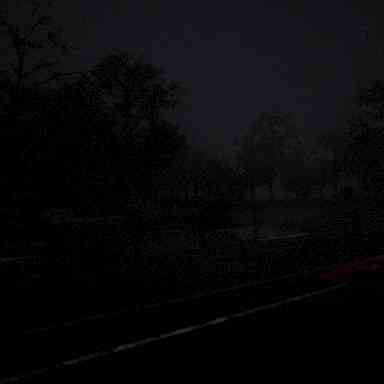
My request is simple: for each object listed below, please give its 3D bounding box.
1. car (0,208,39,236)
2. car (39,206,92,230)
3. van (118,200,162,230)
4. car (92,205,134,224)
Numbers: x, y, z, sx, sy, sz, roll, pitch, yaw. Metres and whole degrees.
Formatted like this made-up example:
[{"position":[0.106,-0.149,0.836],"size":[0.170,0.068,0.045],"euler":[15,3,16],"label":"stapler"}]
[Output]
[{"position":[-10.625,1.666,19.190],"size":[2.163,1.488,4.792],"euler":[1,-1,-36],"label":"car"},{"position":[-8.244,1.690,20.631],"size":[1.946,1.575,5.366],"euler":[1,-1,-36],"label":"car"},{"position":[-3.769,1.581,23.921],"size":[1.878,1.987,4.442],"euler":[1,-1,-36],"label":"van"},{"position":[-6.113,1.780,22.423],"size":[2.163,1.488,4.792],"euler":[1,-1,-36],"label":"car"}]
